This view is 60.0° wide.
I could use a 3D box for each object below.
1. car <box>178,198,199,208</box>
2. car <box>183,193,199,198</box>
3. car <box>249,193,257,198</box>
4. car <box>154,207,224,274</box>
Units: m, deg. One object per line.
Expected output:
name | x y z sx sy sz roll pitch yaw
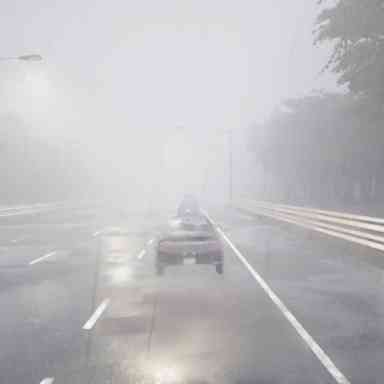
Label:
car | -0.343 1.550 30.382 1.994 1.385 4.181 -1 0 -1
car | -0.137 1.203 49.386 2.150 2.045 5.566 -2 0 5
car | 16.479 1.024 93.328 2.128 1.511 4.902 -1 0 37
car | -0.098 1.485 10.562 2.128 1.511 4.902 -1 0 -1
